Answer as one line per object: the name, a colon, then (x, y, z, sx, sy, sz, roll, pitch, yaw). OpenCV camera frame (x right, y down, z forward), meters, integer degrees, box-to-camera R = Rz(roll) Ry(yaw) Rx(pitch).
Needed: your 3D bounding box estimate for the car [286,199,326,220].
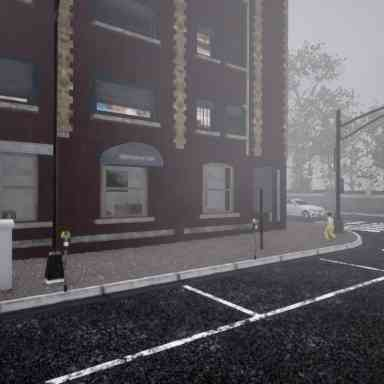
car: (8.008, 1.256, 25.815, 1.812, 1.442, 4.674, 0, 1, -36)

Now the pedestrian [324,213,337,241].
pedestrian: (5.906, 1.424, 14.149, 0.375, 1.300, 0.375, 0, 0, -36)
